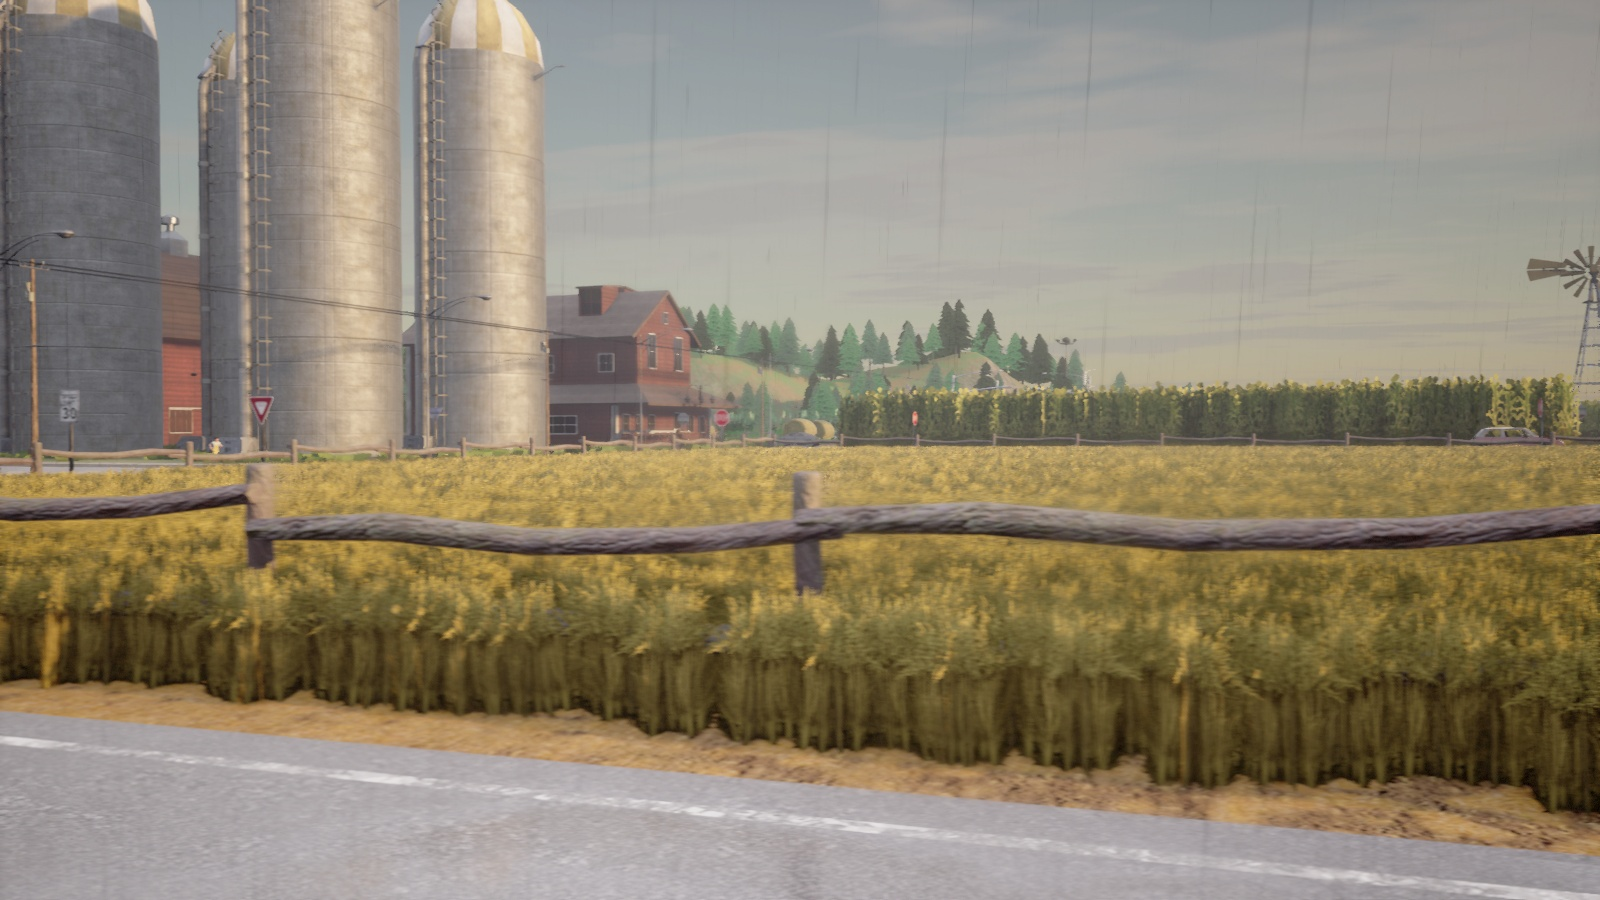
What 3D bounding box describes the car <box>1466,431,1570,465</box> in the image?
[{"bbox_3d":[31.908,-0.089,55.916,3.806,1.475,1.970,0,1,22],"label":"car"}]
